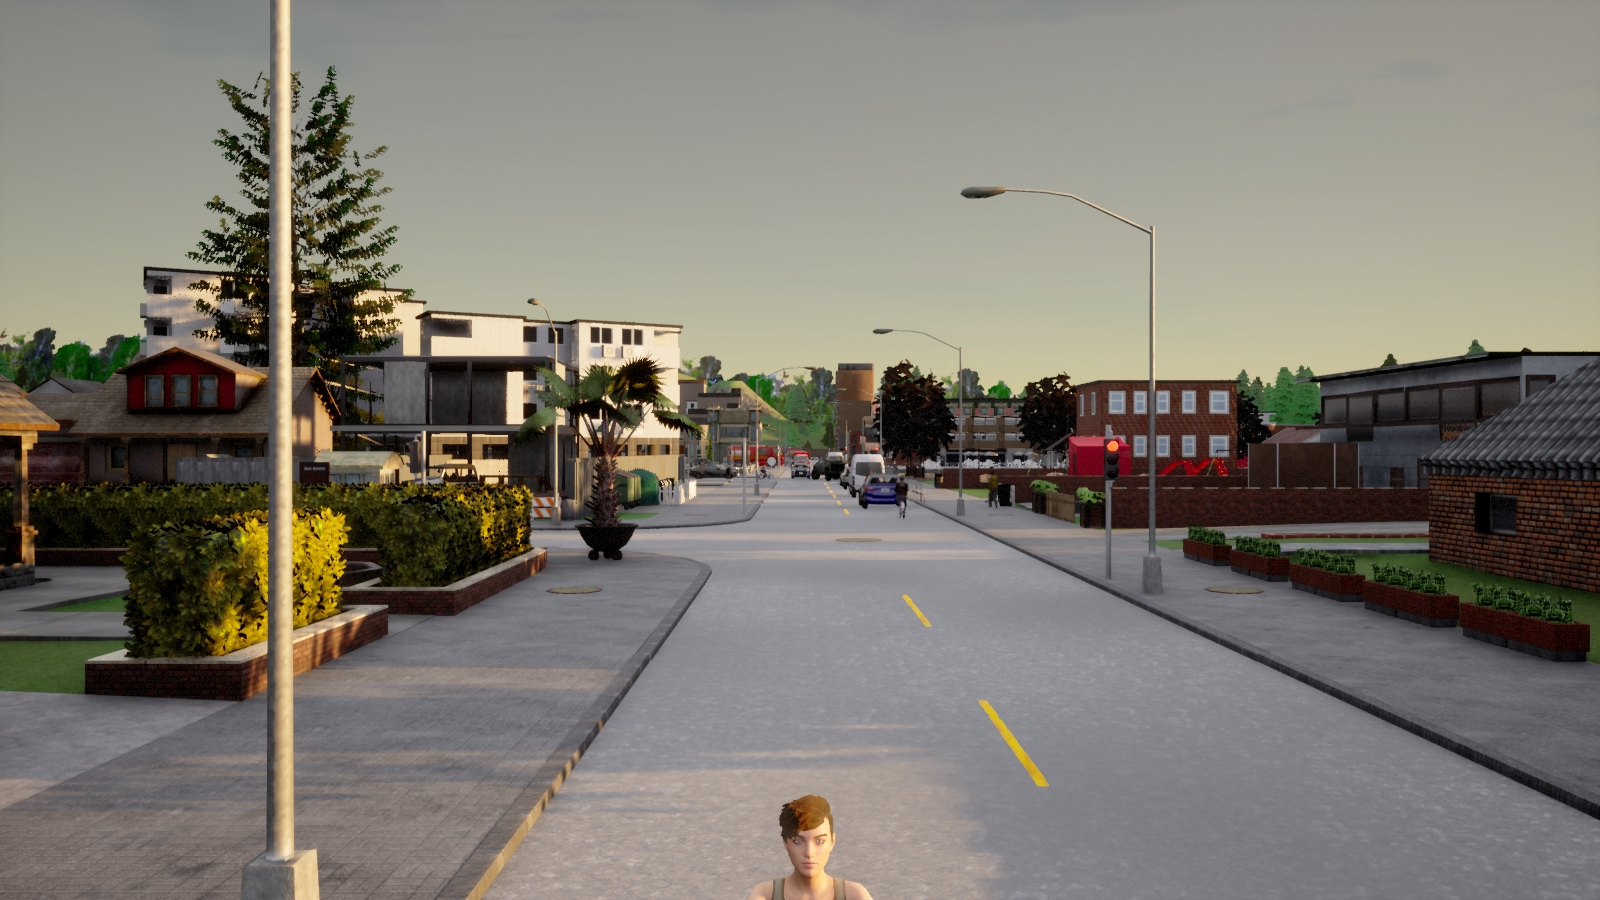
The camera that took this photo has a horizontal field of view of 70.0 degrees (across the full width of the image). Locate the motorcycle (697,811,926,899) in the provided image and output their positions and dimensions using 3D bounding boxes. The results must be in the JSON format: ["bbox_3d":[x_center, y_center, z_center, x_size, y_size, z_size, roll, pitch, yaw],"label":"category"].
[{"bbox_3d":[0.039,2.155,3.558,0.764,1.307,2.356,0,0,0],"label":"motorcycle"}]

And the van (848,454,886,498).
[{"bbox_3d":[4.036,1.535,69.498,1.988,2.561,5.915,0,0,0],"label":"van"}]

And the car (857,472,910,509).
[{"bbox_3d":[4.046,1.967,56.170,2.242,1.667,4.611,0,0,0],"label":"car"}]

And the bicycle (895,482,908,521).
[{"bbox_3d":[4.093,2.060,46.048,0.329,1.471,1.835,0,0,0],"label":"bicycle"}]

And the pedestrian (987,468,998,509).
[{"bbox_3d":[8.774,1.744,52.161,0.375,1.860,0.375,0,0,-15],"label":"pedestrian"}]
